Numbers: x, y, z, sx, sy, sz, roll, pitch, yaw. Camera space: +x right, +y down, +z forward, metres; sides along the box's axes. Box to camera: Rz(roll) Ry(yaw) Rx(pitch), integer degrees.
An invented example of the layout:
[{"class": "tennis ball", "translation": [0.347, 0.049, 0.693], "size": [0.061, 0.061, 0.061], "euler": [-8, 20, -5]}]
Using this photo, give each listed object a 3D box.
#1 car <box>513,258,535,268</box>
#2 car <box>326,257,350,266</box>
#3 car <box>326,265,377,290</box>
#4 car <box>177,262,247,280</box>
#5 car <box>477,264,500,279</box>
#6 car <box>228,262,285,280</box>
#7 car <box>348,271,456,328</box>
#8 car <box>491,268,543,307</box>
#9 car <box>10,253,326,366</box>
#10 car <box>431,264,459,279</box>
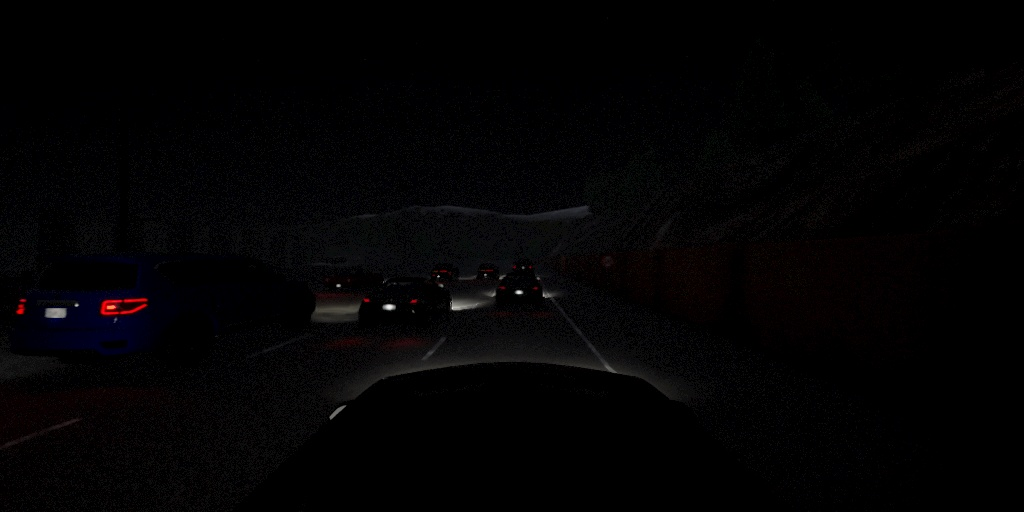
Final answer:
[{"class": "car", "translation": [1.243, 1.268, 37.845], "size": [2.150, 2.045, 5.566], "euler": [0, 0, 3]}, {"class": "car", "translation": [-19.876, 1.127, 39.220], "size": [2.150, 2.045, 5.566], "euler": [0, -1, 3]}, {"class": "car", "translation": [-9.973, 1.447, 23.014], "size": [1.895, 1.301, 4.718], "euler": [0, 0, 2]}, {"class": "car", "translation": [-27.214, 1.291, 32.844], "size": [2.128, 1.511, 4.902], "euler": [0, -1, 3]}, {"class": "car", "translation": [-2.353, 1.510, 35.920], "size": [1.837, 1.490, 4.892], "euler": [0, 0, 3]}, {"class": "car", "translation": [-23.633, 1.356, 33.452], "size": [1.812, 1.442, 4.674], "euler": [0, 0, 4]}, {"class": "car", "translation": [-3.271, 1.370, 11.680], "size": [1.994, 1.385, 4.181], "euler": [0, 0, 1]}, {"class": "car", "translation": [0.346, 1.432, 16.244], "size": [1.994, 1.385, 4.181], "euler": [0, 0, 2]}, {"class": "car", "translation": [-6.873, 0.973, 8.134], "size": [2.150, 2.045, 5.566], "euler": [0, 0, 1]}, {"class": "car", "translation": [-6.031, 1.456, 32.433], "size": [1.837, 1.490, 4.892], "euler": [0, 0, 3]}]
